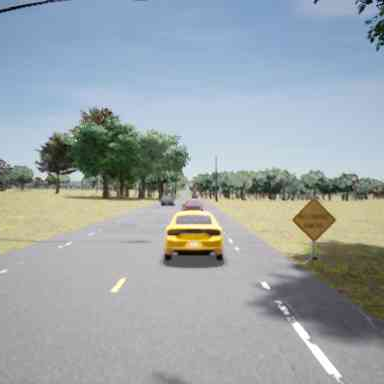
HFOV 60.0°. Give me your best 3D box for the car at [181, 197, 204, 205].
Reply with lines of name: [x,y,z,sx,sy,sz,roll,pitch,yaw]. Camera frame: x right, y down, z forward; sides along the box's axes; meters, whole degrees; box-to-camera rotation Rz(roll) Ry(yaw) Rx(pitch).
car: [0.062,1.436,28.609,1.812,1.442,4.674,0,0,0]

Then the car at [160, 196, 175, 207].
car: [-3.604,1.307,49.238,1.882,1.535,5.008,0,0,0]

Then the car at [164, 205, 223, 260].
car: [0.061,1.442,12.359,1.882,1.535,5.008,0,-1,0]

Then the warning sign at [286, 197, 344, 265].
warning sign: [3.543,1.087,9.684,1.300,1.860,1.060,0,0,0]
